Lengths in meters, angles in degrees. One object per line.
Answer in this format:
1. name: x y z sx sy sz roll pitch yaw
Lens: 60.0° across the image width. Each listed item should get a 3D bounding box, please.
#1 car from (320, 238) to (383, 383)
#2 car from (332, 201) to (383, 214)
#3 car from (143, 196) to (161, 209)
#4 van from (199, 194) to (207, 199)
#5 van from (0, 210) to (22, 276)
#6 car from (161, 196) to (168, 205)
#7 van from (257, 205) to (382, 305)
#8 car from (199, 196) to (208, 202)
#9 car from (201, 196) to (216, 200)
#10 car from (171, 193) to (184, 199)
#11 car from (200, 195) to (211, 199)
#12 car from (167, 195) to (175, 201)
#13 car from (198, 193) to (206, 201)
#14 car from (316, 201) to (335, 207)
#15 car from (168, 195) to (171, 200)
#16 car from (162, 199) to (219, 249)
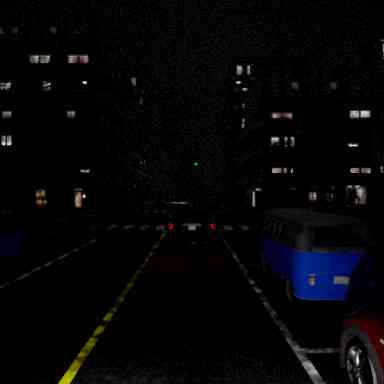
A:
1. car: 2.675 1.440 2.260 1.967 1.590 4.097 1 0 0
2. car: 13.539 1.585 25.534 4.313 1.339 1.947 0 -1 1
3. car: -5.676 1.542 45.560 1.752 1.417 4.829 1 0 0
4. van: 2.707 1.366 62.658 1.690 1.788 3.998 1 0 0
5. van: -5.639 1.343 7.785 1.690 1.788 3.998 1 0 0
6. car: -5.675 1.462 57.016 1.967 1.590 4.097 1 0 0
7. van: 2.674 1.343 7.784 1.690 1.788 3.998 1 0 0
8. car: 2.703 1.616 79.586 1.802 1.307 4.206 1 0 0
9. car: 2.703 1.582 45.730 1.947 1.339 4.313 1 0 0
10. car: -2.999 1.251 77.166 2.150 2.045 5.566 0 0 0
11. car: 2.703 1.570 51.373 2.008 1.369 4.403 1 0 0
12. car: -5.677 1.592 90.871 2.008 1.369 4.403 1 0 0
13. car: 2.707 1.357 90.871 2.192 1.841 5.009 1 0 0
14. car: 13.642 1.610 33.915 4.097 1.590 1.967 0 -1 1
15. car: -5.676 1.579 79.586 1.887 1.381 4.507 1 0 0
16. car: 0.001 1.371 14.622 2.097 1.767 4.553 0 0 0
